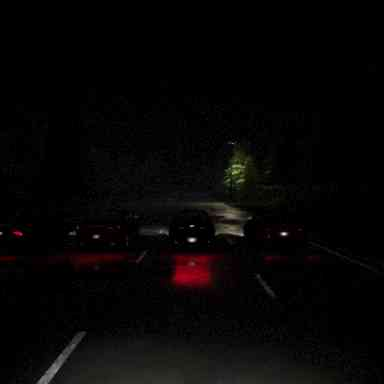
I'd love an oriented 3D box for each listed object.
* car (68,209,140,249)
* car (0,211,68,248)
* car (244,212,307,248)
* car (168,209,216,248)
[{"bbox_3d":[-3.500,1.482,14.650,1.882,1.535,5.008,0,0,0],"label":"car"},{"bbox_3d":[-7.000,1.560,14.650,2.033,1.411,5.357,0,0,0],"label":"car"},{"bbox_3d":[3.500,1.570,14.650,1.994,1.385,4.181,0,0,0],"label":"car"},{"bbox_3d":[0.000,1.513,14.650,1.837,1.490,4.892,0,0,0],"label":"car"}]
